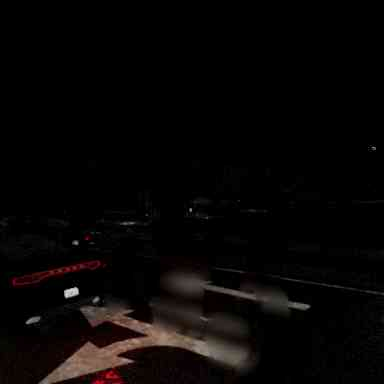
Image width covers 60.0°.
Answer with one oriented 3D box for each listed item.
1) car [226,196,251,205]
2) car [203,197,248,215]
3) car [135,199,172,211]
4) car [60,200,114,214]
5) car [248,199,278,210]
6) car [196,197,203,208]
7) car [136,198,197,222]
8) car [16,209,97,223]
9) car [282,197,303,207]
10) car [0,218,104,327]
[{"bbox_3d":[8.287,1.525,58.417,2.033,1.411,5.357,0,0,37],"label":"car"},{"bbox_3d":[3.561,1.464,34.305,1.882,1.535,5.008,0,0,36],"label":"car"},{"bbox_3d":[-4.637,1.579,40.879,1.895,1.301,4.718,0,0,36],"label":"car"},{"bbox_3d":[-10.332,1.526,33.105,2.033,1.411,5.357,0,0,36],"label":"car"},{"bbox_3d":[9.332,1.550,42.154,1.994,1.385,4.181,0,0,37],"label":"car"},{"bbox_3d":[1.235,1.504,48.883,1.812,1.442,4.674,0,0,37],"label":"car"},{"bbox_3d":[-1.949,1.491,26.776,1.837,1.490,4.892,0,0,36],"label":"car"},{"bbox_3d":[-5.783,1.516,12.419,4.674,1.442,1.812,0,0,36],"label":"car"},{"bbox_3d":[15.269,1.489,50.243,1.837,1.490,4.892,0,0,37],"label":"car"},{"bbox_3d":[-3.963,1.472,6.822,5.008,1.535,1.882,0,0,36],"label":"car"}]
